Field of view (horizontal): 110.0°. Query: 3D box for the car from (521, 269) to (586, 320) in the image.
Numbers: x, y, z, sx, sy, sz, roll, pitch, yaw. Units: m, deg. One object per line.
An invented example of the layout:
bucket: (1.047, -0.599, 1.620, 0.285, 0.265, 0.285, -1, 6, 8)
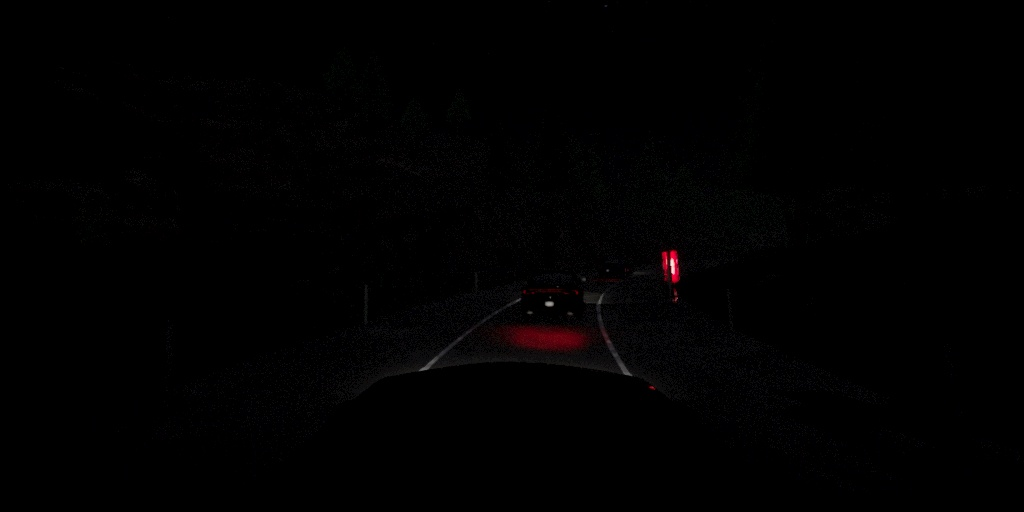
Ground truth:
car: (1.574, 1.205, 12.717, 1.882, 1.535, 5.008, -1, 0, 12)

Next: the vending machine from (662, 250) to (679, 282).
vending machine: (10.657, 0.645, 23.870, 1.100, 2.100, 0.880, 0, 0, 28)

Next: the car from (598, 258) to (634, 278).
car: (8.710, 0.908, 29.868, 1.882, 1.535, 5.008, -2, 0, 32)
